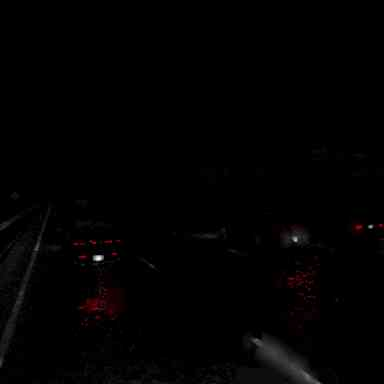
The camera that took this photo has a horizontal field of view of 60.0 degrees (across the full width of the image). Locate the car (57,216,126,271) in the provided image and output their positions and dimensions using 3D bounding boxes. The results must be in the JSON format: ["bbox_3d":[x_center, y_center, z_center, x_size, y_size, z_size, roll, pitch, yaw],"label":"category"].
[{"bbox_3d":[-3.568,1.615,11.610,1.837,1.490,4.892,-1,0,-23],"label":"car"}]

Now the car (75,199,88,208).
[{"bbox_3d":[-19.765,2.063,59.596,1.882,1.535,5.008,-1,0,-23],"label":"car"}]

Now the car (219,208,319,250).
[{"bbox_3d":[2.877,1.484,14.345,1.837,1.490,4.892,-1,0,-23],"label":"car"}]

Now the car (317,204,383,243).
[{"bbox_3d":[6.167,1.458,15.546,2.033,1.411,5.357,-1,0,-23],"label":"car"}]

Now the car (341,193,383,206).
[{"bbox_3d":[9.274,1.071,17.173,2.150,2.045,5.566,-1,0,-23],"label":"car"}]
